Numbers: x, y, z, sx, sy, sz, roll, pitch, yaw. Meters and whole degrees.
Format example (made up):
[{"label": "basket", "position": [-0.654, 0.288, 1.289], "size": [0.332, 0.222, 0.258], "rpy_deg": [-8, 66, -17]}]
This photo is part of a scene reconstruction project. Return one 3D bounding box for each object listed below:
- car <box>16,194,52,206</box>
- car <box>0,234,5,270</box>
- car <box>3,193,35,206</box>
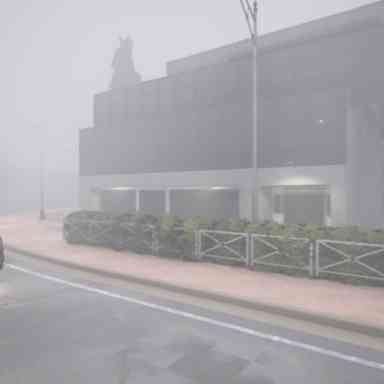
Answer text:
[{"label": "car", "position": [-25.396, 1.503, 54.435], "size": [2.033, 1.411, 5.357], "rpy_deg": [0, 0, 18]}, {"label": "car", "position": [-7.358, 1.343, 9.817], "size": [4.553, 1.767, 2.097], "rpy_deg": [0, 0, 41]}, {"label": "car", "position": [-28.637, 1.174, 55.608], "size": [2.150, 2.045, 5.566], "rpy_deg": [0, 0, 19]}]
